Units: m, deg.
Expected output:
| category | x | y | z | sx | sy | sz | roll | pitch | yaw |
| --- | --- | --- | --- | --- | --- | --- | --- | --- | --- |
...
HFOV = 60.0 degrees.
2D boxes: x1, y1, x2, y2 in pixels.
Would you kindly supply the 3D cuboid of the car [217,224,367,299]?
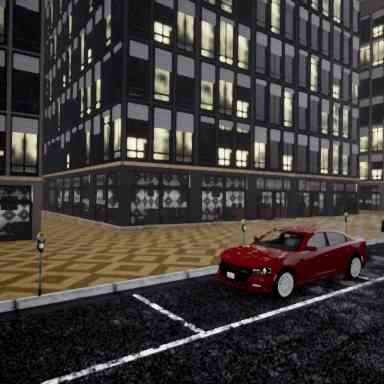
| category | x | y | z | sx | sy | sz | roll | pitch | yaw |
| --- | --- | --- | --- | --- | --- | --- | --- | --- | --- |
| car | 2.665 | 1.546 | 8.454 | 4.507 | 1.381 | 1.887 | 0 | 1 | -36 |
